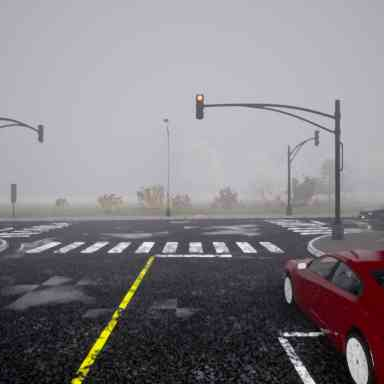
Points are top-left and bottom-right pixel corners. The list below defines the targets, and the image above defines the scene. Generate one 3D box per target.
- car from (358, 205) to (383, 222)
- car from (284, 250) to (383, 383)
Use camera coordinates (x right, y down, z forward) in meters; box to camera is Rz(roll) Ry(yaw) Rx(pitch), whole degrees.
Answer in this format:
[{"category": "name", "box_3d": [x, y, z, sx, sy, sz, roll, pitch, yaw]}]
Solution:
[{"category": "car", "box_3d": [14.767, 1.361, 23.561, 5.357, 1.411, 2.033, -1, 0, 0]}, {"category": "car", "box_3d": [2.706, 1.545, 5.048, 1.887, 1.381, 4.507, 0, 0, 0]}]
